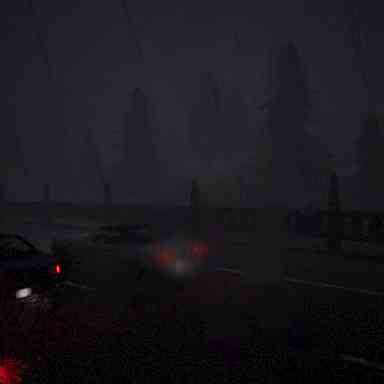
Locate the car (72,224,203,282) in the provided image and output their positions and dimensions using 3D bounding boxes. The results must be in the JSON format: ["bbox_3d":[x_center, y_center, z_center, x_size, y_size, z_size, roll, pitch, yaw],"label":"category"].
[{"bbox_3d":[-2.105,1.601,9.789,4.718,1.301,1.895,0,0,35],"label":"car"}]

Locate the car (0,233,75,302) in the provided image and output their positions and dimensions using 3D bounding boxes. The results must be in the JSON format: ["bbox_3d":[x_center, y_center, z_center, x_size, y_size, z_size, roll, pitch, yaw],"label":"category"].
[{"bbox_3d":[-4.959,1.601,7.525,4.718,1.301,1.895,0,0,35],"label":"car"}]
